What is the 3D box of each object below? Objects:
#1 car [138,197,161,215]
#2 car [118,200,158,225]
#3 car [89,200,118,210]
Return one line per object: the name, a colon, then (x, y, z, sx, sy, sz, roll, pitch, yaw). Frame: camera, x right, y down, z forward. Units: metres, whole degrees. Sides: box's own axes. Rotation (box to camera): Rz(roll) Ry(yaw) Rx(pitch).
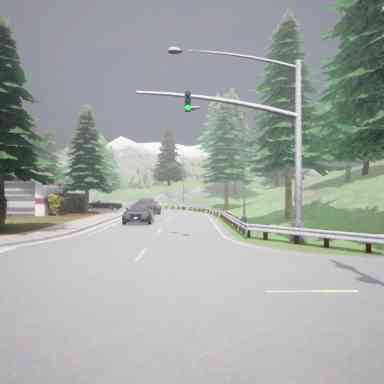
car: (-4.618, 1.352, 34.062, 2.097, 1.767, 4.553, 0, 0, -19)
car: (-3.840, 1.564, 24.267, 1.994, 1.385, 4.181, 0, 0, -2)
car: (-11.147, 1.608, 41.838, 4.718, 1.301, 1.895, 0, 0, 14)
